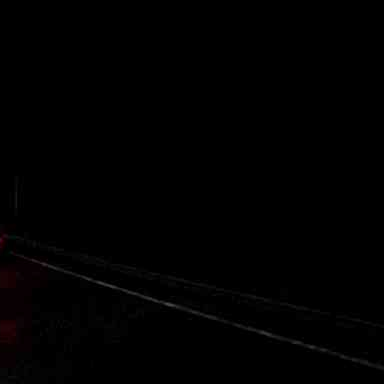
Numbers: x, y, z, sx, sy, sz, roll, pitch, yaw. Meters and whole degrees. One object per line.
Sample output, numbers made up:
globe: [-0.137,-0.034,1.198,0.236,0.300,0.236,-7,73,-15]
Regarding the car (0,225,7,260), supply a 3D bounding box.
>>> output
car: [-7.791,1.214,10.820,4.553,1.767,2.097,1,0,44]
